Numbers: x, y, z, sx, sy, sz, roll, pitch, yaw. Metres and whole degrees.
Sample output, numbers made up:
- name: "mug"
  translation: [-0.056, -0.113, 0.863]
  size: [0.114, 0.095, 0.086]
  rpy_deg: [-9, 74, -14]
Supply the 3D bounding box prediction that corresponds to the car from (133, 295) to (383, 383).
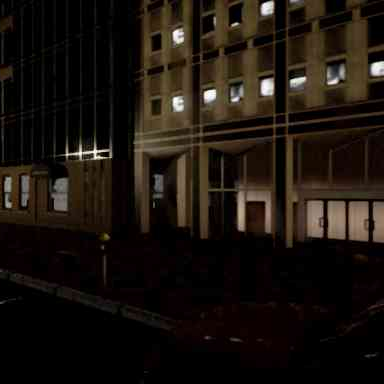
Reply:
- name: "car"
  translation: [1.872, 1.318, 1.544]
  size: [5.009, 1.841, 2.192]
  rpy_deg: [0, 0, 35]
